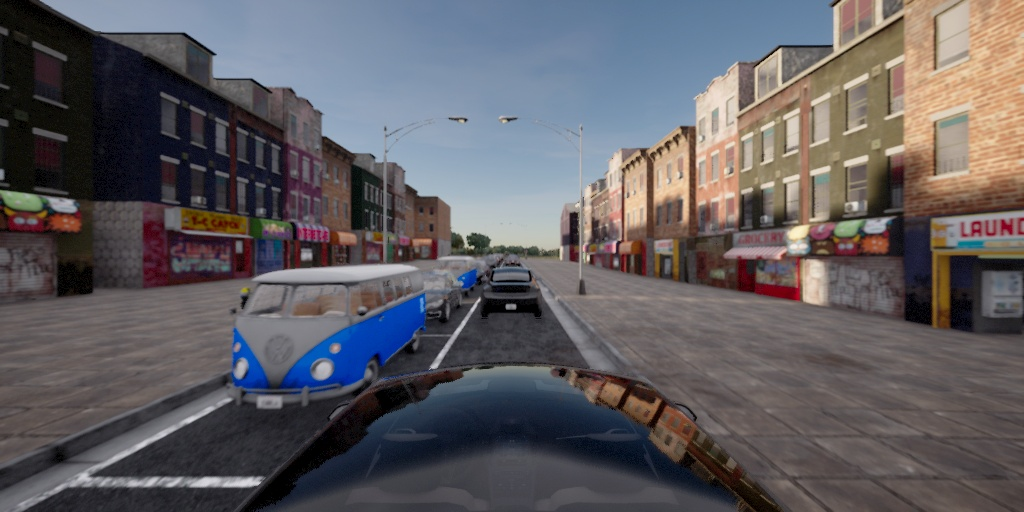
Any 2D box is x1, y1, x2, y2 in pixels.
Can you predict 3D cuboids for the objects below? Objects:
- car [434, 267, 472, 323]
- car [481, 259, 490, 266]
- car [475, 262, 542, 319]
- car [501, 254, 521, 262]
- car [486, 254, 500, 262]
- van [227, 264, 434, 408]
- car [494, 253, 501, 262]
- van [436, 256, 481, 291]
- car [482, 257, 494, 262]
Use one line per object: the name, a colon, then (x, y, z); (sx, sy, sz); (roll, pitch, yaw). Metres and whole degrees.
car: (-2.638, 1.189, 11.549); (2.007, 1.370, 4.403); (0, 0, 0)
car: (-2.638, 1.031, 22.642); (1.948, 1.339, 4.313); (0, 0, 0)
car: (-0.018, 1.133, 12.312); (1.837, 1.490, 4.892); (0, 1, 0)
car: (0.102, 0.635, 43.582); (2.033, 1.411, 5.357); (0, 1, 0)
car: (-2.638, 0.726, 39.258); (1.948, 1.339, 4.313); (0, 0, 0)
van: (-2.638, 1.047, 6.002); (1.690, 1.789, 3.998); (0, 0, 0)
car: (-2.638, 0.650, 44.796); (1.802, 1.307, 4.207); (0, 0, 0)
van: (-2.638, 0.899, 17.096); (1.690, 1.789, 3.998); (0, 0, 0)
car: (-2.638, 0.944, 28.183); (1.802, 1.307, 4.207); (0, 0, 0)
